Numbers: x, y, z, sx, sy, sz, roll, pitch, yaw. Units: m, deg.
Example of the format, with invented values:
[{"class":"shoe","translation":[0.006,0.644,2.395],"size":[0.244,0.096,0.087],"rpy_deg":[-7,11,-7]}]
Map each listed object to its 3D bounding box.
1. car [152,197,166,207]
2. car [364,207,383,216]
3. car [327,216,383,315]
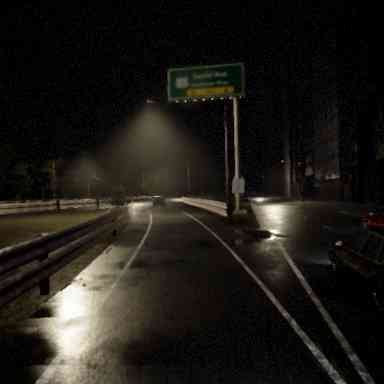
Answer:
[{"class":"car","translation":[-5.099,1.580,51.738],"size":[1.837,1.490,4.892],"rpy_deg":[-1,0,-6]},{"class":"car","translation":[9.184,1.328,14.720],"size":[1.882,1.535,5.008],"rpy_deg":[-1,0,9]},{"class":"car","translation":[4.459,1.489,7.200],"size":[2.033,1.411,5.357],"rpy_deg":[-1,0,9]}]
